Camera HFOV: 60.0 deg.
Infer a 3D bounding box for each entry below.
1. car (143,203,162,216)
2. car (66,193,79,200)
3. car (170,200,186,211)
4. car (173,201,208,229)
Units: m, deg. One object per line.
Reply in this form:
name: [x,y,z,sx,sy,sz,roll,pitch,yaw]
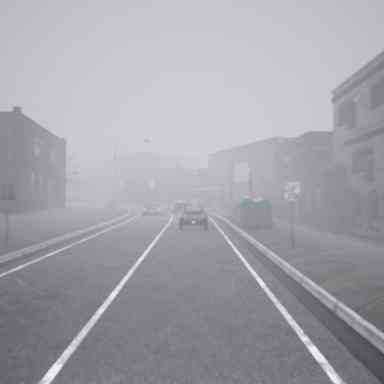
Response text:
car: [-4.085,1.779,34.423,1.895,1.301,4.718,0,0,-5]
car: [-25.752,0.999,68.724,5.566,2.045,2.150,1,-1,28]
car: [-1.598,1.731,42.022,1.837,1.490,4.892,1,0,-11]
car: [0.083,1.612,22.427,2.128,1.511,4.902,0,0,0]
